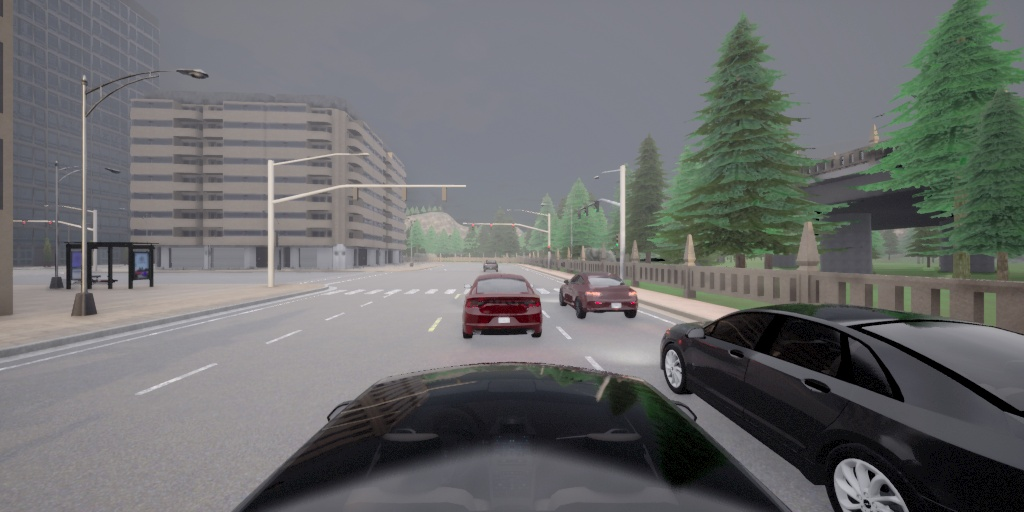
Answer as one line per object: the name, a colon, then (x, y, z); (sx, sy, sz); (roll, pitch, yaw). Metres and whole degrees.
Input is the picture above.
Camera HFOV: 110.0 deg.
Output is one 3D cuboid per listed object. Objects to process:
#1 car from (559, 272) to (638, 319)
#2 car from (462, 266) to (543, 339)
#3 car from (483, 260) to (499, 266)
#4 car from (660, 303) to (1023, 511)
car: (2.920, 1.276, 12.753); (1.812, 1.442, 4.674); (0, 0, -3)
car: (-0.342, 1.228, 10.178); (1.882, 1.535, 5.008); (0, 0, -4)
car: (-2.720, 1.242, 45.919); (2.128, 1.511, 4.902); (0, 0, -4)
car: (3.257, 1.255, 3.763); (1.837, 1.490, 4.892); (0, 0, 0)
